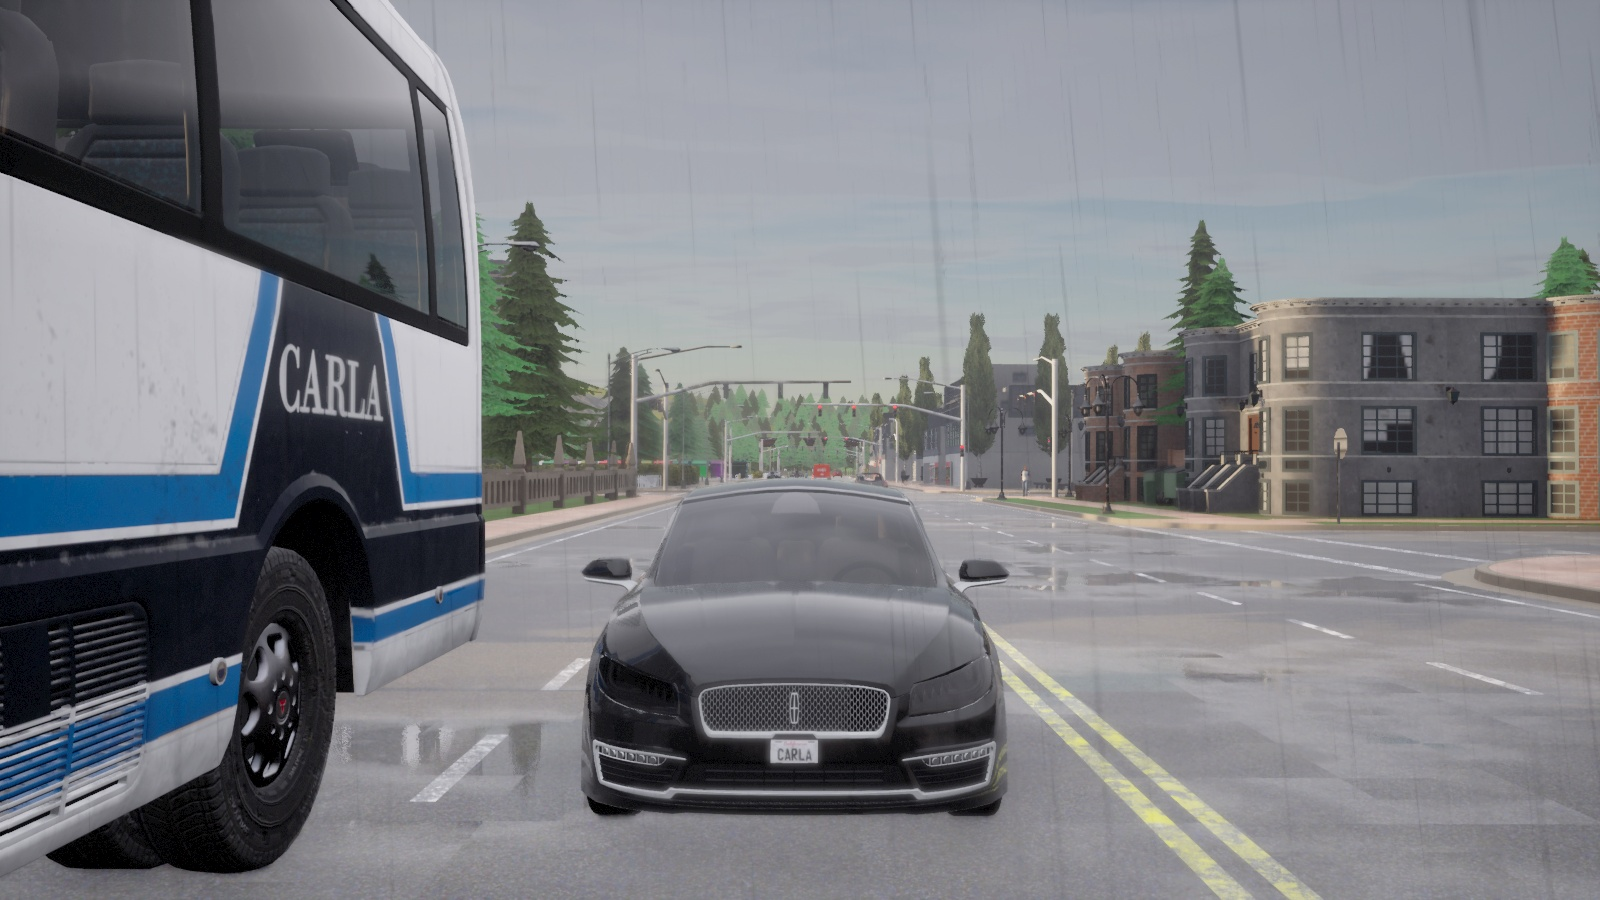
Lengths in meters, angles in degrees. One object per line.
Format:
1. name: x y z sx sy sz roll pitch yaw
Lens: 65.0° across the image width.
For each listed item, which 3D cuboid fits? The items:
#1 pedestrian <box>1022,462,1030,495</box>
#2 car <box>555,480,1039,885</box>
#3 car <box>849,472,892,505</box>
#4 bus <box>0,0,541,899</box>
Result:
1. pedestrian: 12.799 1.608 71.118 0.354 1.836 0.706 0 -1 2
2. car: -0.017 0.941 7.221 1.837 1.490 4.892 0 -1 0
3. car: 3.359 1.829 60.506 1.845 1.501 3.633 0 -1 0
4. bus: -3.511 -0.508 2.365 3.944 4.253 10.273 0 -1 0
